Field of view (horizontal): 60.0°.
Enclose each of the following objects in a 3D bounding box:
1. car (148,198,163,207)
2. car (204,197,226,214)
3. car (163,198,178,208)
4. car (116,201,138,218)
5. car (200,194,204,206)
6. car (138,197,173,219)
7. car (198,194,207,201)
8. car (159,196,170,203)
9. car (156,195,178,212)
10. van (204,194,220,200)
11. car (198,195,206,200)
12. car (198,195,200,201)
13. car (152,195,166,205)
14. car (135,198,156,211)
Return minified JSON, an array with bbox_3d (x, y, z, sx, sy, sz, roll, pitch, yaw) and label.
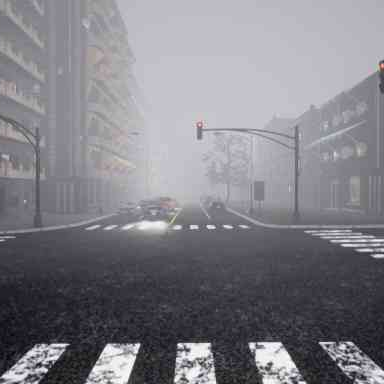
[{"bbox_3d":[-5.701,1.562,52.339,1.802,1.307,4.206,0,0,0],"label":"car"},{"bbox_3d":[2.682,1.555,35.732,1.947,1.339,4.313,0,0,0],"label":"car"},{"bbox_3d":[-3.082,1.546,48.689,1.994,1.385,4.181,0,0,0],"label":"car"},{"bbox_3d":[-5.698,1.542,30.205,2.008,1.369,4.403,0,0,0],"label":"car"},{"bbox_3d":[2.678,1.420,52.333,1.967,1.590,4.097,0,0,0],"label":"car"},{"bbox_3d":[-3.096,1.483,29.473,2.128,1.511,4.902,0,0,0],"label":"car"},{"bbox_3d":[2.672,1.396,85.533,1.967,1.590,4.097,0,0,0],"label":"car"},{"bbox_3d":[-5.704,1.551,68.939,1.802,1.307,4.206,0,0,0],"label":"car"},{"bbox_3d":[-3.090,1.340,38.661,2.097,1.767,4.553,0,0,0],"label":"car"},{"bbox_3d":[2.679,1.327,41.265,1.690,1.788,3.998,0,0,0],"label":"van"},{"bbox_3d":[2.673,1.496,91.067,1.887,1.381,4.507,0,0,0],"label":"car"},{"bbox_3d":[2.673,1.280,74.467,2.192,1.841,5.009,0,0,0],"label":"car"},{"bbox_3d":[-5.703,1.417,57.872,1.967,1.590,4.097,0,0,0],"label":"car"},{"bbox_3d":[-5.699,1.531,41.271,1.887,1.381,4.507,0,0,0],"label":"car"}]
